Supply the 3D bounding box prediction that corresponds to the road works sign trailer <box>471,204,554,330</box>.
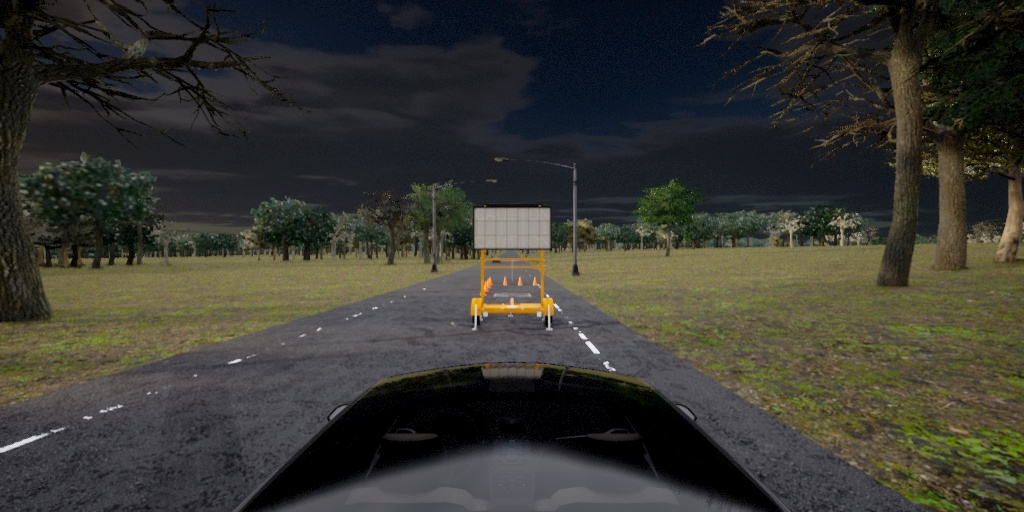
[{"bbox_3d":[0.012,0.218,11.094,2.380,3.560,2.880,0,0,0],"label":"road works sign trailer"}]
